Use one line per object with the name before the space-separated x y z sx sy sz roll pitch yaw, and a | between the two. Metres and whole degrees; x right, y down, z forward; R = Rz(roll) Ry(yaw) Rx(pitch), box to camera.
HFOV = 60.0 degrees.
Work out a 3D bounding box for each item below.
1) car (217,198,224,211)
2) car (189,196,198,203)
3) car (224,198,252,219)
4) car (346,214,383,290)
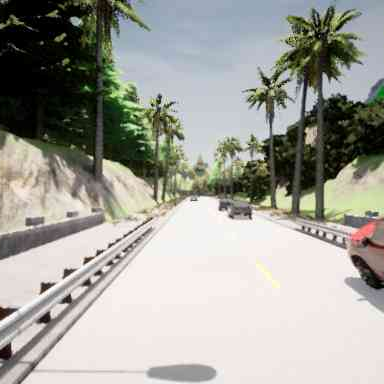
car | 4.252 1.544 41.965 1.882 1.535 5.008 0 0 1
car | 0.396 1.598 71.846 1.812 1.442 4.674 0 0 0
car | 4.214 1.560 29.909 1.837 1.490 4.892 0 0 1
car | 4.837 0.990 6.188 2.150 2.045 5.566 -25 0 1
